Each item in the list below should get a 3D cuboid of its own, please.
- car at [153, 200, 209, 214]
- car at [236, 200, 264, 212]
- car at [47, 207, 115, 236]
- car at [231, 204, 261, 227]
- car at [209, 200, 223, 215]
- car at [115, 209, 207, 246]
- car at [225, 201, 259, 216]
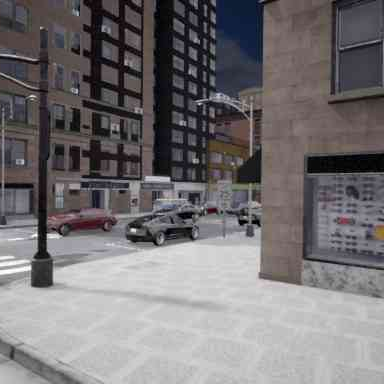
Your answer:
[{"bbox_3d":[-1.061,1.672,27.089,2.128,1.511,4.902,1,0,35],"label":"car"},{"bbox_3d":[7.646,1.823,43.608,1.752,1.417,4.829,0,0,36],"label":"car"},{"bbox_3d":[-6.521,1.634,19.493,1.812,1.442,4.674,1,0,37],"label":"car"},{"bbox_3d":[5.040,1.850,25.381,1.947,1.339,4.313,0,0,36],"label":"car"},{"bbox_3d":[1.329,1.645,34.821,1.967,1.590,4.097,0,0,36],"label":"car"},{"bbox_3d":[-1.378,1.764,16.456,1.947,1.339,4.313,0,0,36],"label":"car"},{"bbox_3d":[5.034,1.813,35.555,2.033,1.411,5.357,1,0,36],"label":"car"}]
